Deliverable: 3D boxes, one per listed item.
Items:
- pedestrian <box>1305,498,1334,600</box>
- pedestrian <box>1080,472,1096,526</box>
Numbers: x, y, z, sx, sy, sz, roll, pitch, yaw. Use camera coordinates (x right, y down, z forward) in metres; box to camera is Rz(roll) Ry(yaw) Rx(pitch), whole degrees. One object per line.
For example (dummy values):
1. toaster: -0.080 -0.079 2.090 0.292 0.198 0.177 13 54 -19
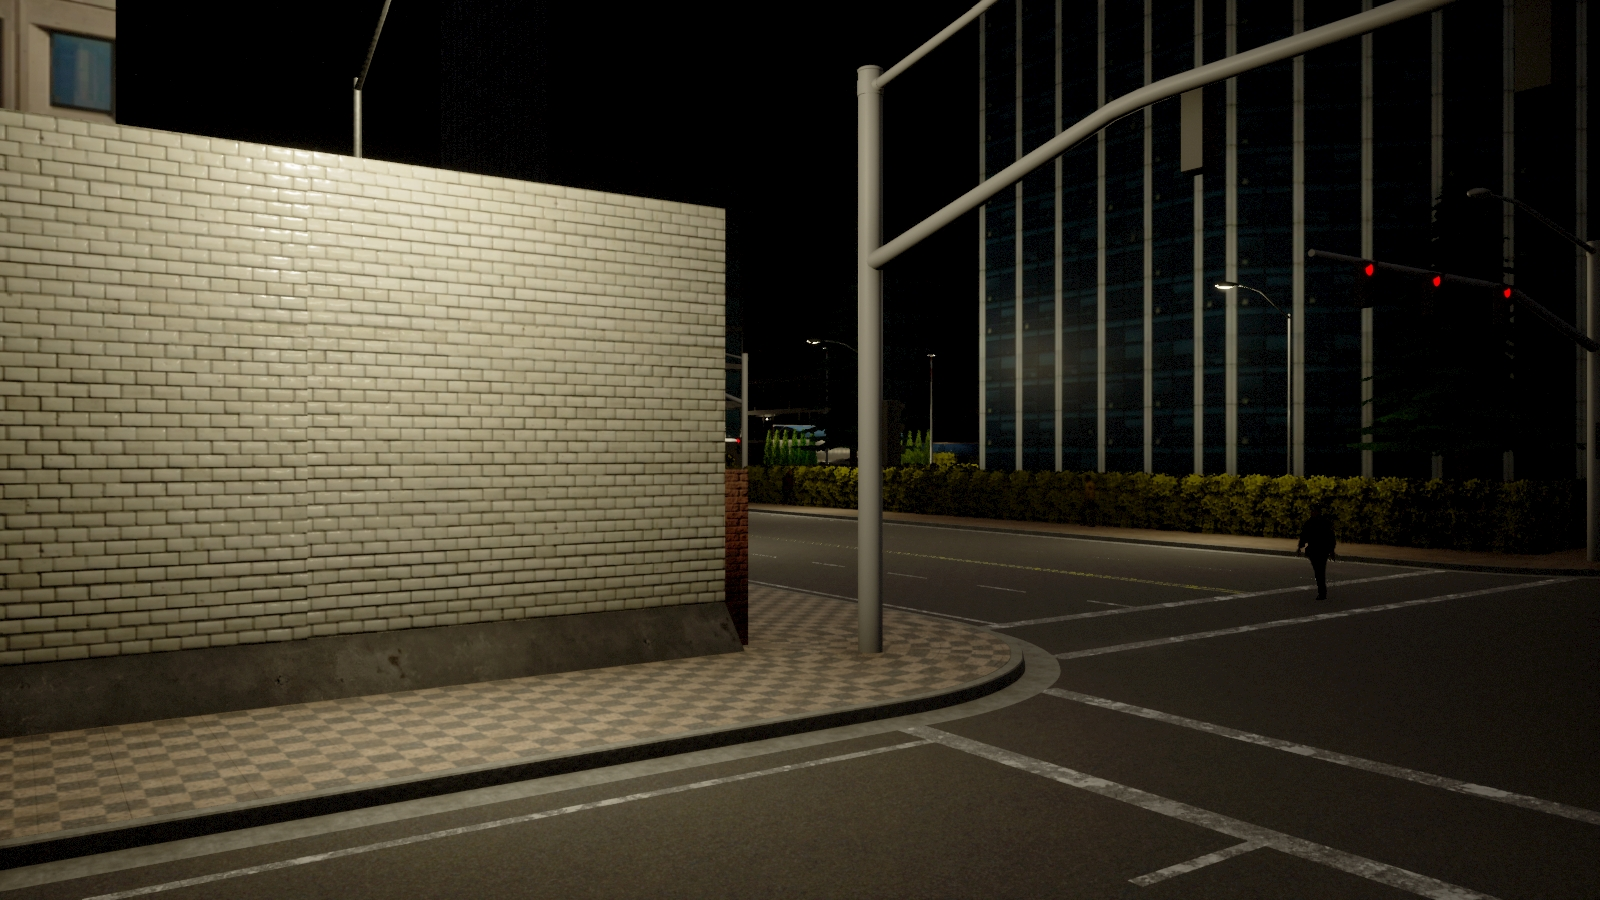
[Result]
1. pedestrian: 9.734 1.848 21.402 0.375 1.860 0.375 0 0 -41
2. pedestrian: 9.973 1.695 39.527 0.375 1.860 0.375 0 0 -36
